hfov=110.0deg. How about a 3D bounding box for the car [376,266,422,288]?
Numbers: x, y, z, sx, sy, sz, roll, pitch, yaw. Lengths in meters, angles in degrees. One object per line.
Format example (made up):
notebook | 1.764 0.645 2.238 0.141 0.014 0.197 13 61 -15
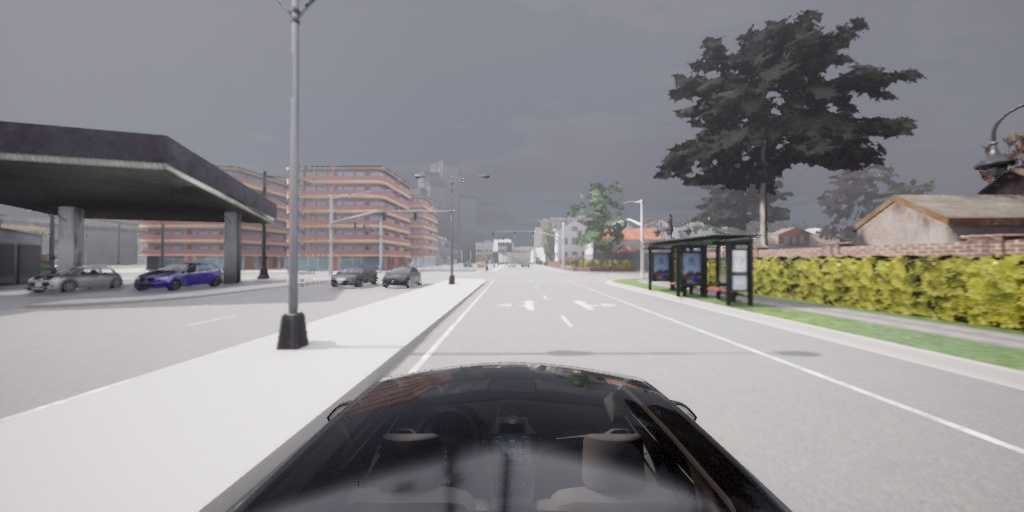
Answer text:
car | -8.009 1.531 26.487 1.837 1.490 4.892 0 -1 0

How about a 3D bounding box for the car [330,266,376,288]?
car | -11.509 1.517 26.487 2.128 1.511 4.902 0 -1 0
